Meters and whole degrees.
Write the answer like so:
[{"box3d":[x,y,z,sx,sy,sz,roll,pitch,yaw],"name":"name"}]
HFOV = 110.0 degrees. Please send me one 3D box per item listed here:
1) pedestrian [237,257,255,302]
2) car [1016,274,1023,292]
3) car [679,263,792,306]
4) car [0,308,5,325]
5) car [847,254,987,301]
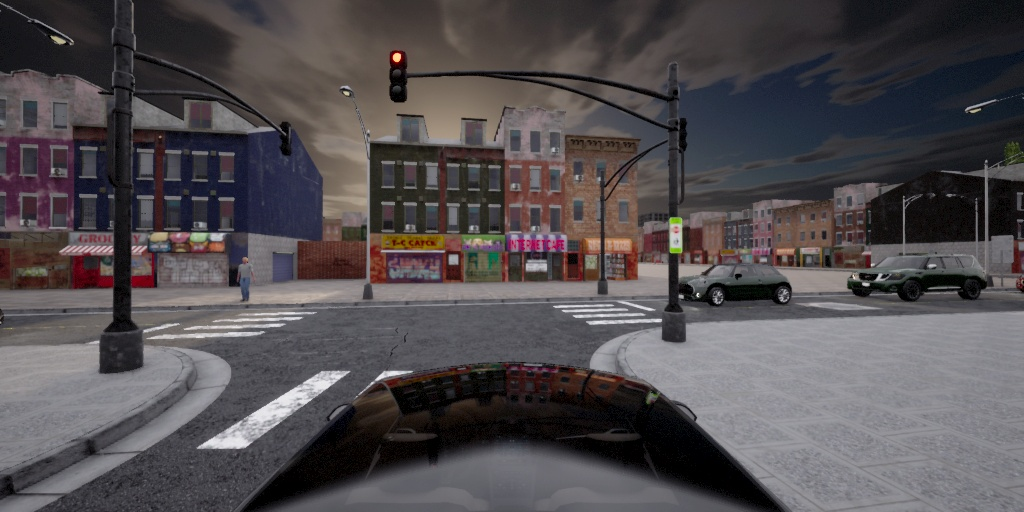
[{"box3d":[-11.105,0.945,14.964,0.375,1.860,0.375,0,0,-9],"name":"pedestrian"},{"box3d":[28.627,1.034,18.197,4.553,1.767,2.097,0,0,-8],"name":"car"},{"box3d":[9.178,1.083,15.164,4.553,1.767,2.097,0,0,-10],"name":"car"},{"box3d":[-15.410,1.277,8.370,4.902,1.511,2.128,0,0,-8],"name":"car"},{"box3d":[18.779,0.928,16.698,5.566,2.045,2.150,0,0,-9],"name":"car"}]
